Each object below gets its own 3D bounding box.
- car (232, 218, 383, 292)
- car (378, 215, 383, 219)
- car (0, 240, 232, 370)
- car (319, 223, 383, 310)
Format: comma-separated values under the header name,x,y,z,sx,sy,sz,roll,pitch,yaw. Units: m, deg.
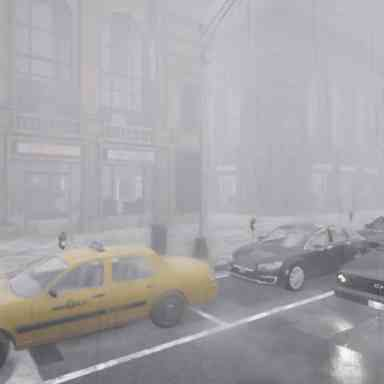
name,x,y,z,sx,sy,sz,roll,pitch,yaw
car,2.915,1.508,8.718,4.403,1.369,2.008,0,0,-35
car,7.478,1.490,11.968,4.313,1.339,1.947,0,0,-35
car,-1.785,1.516,5.370,4.829,1.417,1.752,0,0,-35
car,5.274,1.498,7.134,5.357,1.411,2.033,0,0,-35
